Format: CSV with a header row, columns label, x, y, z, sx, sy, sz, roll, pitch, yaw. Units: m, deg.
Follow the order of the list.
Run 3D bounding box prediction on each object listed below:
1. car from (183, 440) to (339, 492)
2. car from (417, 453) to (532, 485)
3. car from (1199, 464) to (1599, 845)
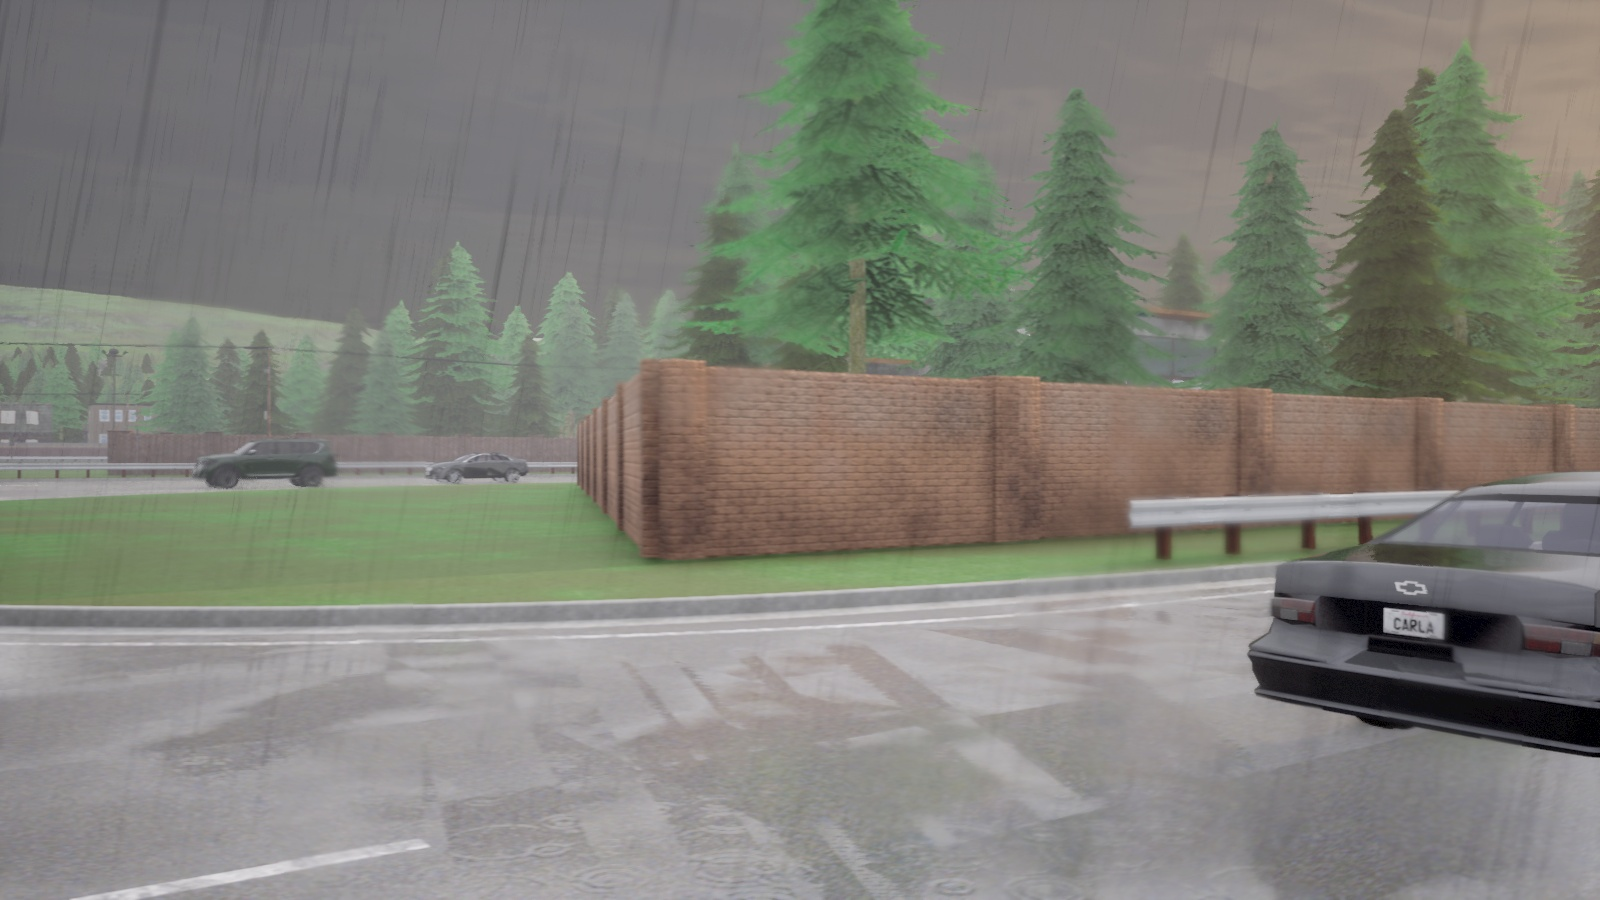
label,x,y,z,sx,sy,sz,roll,pitch,yaw
car,-22.190,0.638,51.786,5.566,2.045,2.150,0,0,-35
car,-15.683,0.883,60.612,4.902,1.511,2.128,0,0,-35
car,4.778,0.799,6.984,5.357,1.411,2.033,0,0,-35
